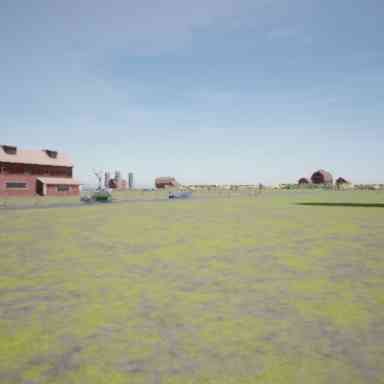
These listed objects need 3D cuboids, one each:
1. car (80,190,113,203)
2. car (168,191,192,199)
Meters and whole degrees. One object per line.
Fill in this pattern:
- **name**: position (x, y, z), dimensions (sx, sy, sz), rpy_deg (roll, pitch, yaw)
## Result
- **car**: position (-13.269, 0.626, 46.132), dimensions (2.097, 1.767, 4.553), rpy_deg (1, 1, 36)
- **car**: position (-2.063, 0.581, 61.428), dimensions (2.033, 1.411, 5.357), rpy_deg (1, 1, 36)
